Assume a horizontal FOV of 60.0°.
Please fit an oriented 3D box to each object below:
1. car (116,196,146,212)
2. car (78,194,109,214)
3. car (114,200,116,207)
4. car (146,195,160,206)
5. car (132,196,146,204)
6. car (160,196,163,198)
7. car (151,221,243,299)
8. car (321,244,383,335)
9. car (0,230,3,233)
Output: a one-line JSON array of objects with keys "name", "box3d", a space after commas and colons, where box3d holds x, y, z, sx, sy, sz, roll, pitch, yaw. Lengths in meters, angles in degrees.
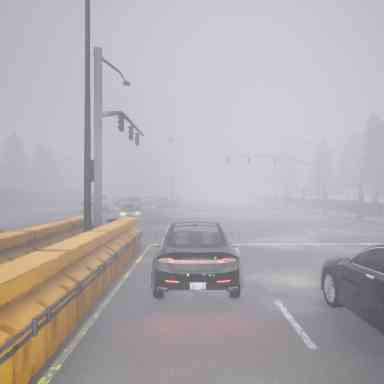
[{"name": "car", "box3d": [-7.129, 1.351, 39.468, 2.097, 1.767, 4.553, 0, 0, 0]}, {"name": "car", "box3d": [-10.628, 1.224, 36.369, 2.150, 2.045, 5.566, 0, 0, 0]}, {"name": "car", "box3d": [-10.634, 1.547, 51.383, 2.033, 1.411, 5.357, 0, 0, 0]}, {"name": "car", "box3d": [-7.130, 1.352, 55.797, 2.097, 1.767, 4.553, 0, 0, 0]}, {"name": "car", "box3d": [-10.571, 1.495, 66.717, 2.128, 1.511, 4.902, 0, 0, 1]}, {"name": "car", "box3d": [-7.053, 1.540, 70.974, 2.033, 1.411, 5.357, 0, 0, 0]}, {"name": "car", "box3d": [0.078, 1.492, 8.463, 2.128, 1.511, 4.902, 0, 0, -1]}, {"name": "car", "box3d": [3.597, 1.505, 5.049, 1.837, 1.490, 4.892, 0, 0, 0]}, {"name": "car", "box3d": [-7.107, 1.507, 9.007, 1.837, 1.490, 4.892, 0, 0, 0]}]
